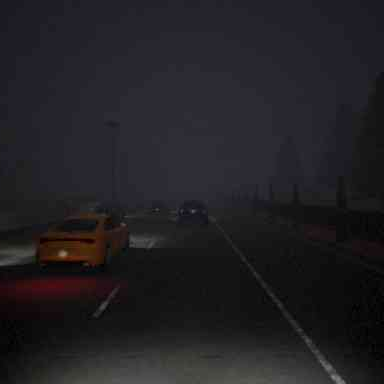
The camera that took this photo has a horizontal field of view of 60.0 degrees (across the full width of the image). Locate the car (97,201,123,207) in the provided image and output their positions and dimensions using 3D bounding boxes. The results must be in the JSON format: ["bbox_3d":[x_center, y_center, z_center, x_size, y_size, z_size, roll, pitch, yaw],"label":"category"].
[{"bbox_3d":[-6.906,1.556,27.953,1.812,1.442,4.674,0,0,0],"label":"car"}]

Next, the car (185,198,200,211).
[{"bbox_3d":[0.090,1.524,42.873,1.882,1.535,5.008,0,0,0],"label":"car"}]

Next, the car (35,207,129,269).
[{"bbox_3d":[-3.403,1.490,11.249,1.882,1.535,5.008,0,0,0],"label":"car"}]

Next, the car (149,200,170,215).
[{"bbox_3d":[-3.421,1.564,35.019,1.812,1.442,4.674,0,0,0],"label":"car"}]

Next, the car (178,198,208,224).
[{"bbox_3d":[0.095,1.378,24.783,2.097,1.767,4.553,0,0,0],"label":"car"}]

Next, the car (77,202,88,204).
[{"bbox_3d":[-14.098,1.555,46.808,1.837,1.490,4.892,0,0,0],"label":"car"}]

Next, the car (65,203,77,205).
[{"bbox_3d":[-17.586,1.406,48.078,2.097,1.767,4.553,0,0,0],"label":"car"}]
